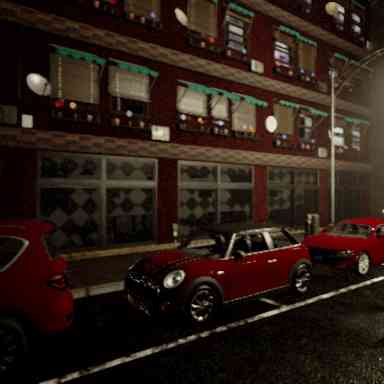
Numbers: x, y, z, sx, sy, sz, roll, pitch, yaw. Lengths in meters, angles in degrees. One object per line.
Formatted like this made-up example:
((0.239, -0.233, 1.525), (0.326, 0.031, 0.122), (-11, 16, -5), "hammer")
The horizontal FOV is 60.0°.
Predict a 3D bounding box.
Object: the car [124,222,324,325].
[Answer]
((0.646, 1.430, 7.017), (4.097, 1.590, 1.967), (0, 0, -35), "car")

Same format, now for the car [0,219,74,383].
((-3.942, 1.318, 3.745), (5.009, 1.841, 2.192), (0, 0, -35), "car")

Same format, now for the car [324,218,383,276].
((5.236, 1.522, 10.291), (4.507, 1.381, 1.887), (0, 0, -35), "car")
